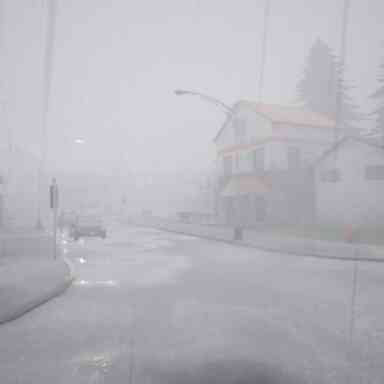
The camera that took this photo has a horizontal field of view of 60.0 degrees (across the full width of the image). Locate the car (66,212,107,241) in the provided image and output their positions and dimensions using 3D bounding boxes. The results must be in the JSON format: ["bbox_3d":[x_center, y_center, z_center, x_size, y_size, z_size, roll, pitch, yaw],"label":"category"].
[{"bbox_3d":[-6.811,2.223,21.524,1.812,1.442,4.674,0,-2,-26],"label":"car"}]

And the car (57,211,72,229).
[{"bbox_3d":[-11.407,2.555,30.985,1.812,1.442,4.674,0,-1,-26],"label":"car"}]
